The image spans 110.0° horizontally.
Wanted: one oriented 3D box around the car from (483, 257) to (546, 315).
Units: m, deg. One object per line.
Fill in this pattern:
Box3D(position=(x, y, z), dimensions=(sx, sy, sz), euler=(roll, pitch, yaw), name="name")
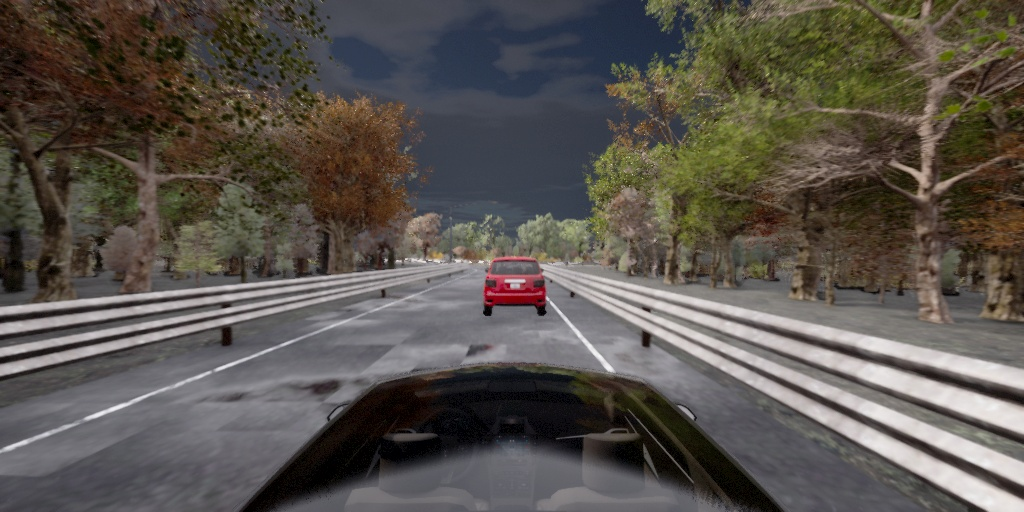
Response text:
Box3D(position=(0.101, 1.053, 14.145), dimensions=(2.150, 2.045, 5.566), euler=(0, 0, 0), name="car")
